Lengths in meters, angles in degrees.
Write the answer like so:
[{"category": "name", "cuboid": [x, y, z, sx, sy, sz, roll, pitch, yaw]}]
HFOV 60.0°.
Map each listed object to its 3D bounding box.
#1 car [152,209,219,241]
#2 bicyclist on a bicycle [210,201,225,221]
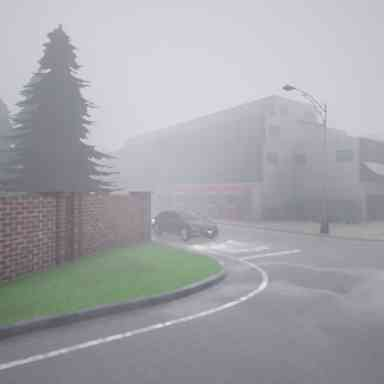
[{"category": "car", "cuboid": [-0.481, 1.745, 18.468, 1.837, 1.490, 4.892, 0, 0, -35]}, {"category": "bicyclist on a bicycle", "cuboid": [2.123, 1.588, 27.883, 1.656, 1.620, 0.582, 0, 0, -35]}]
